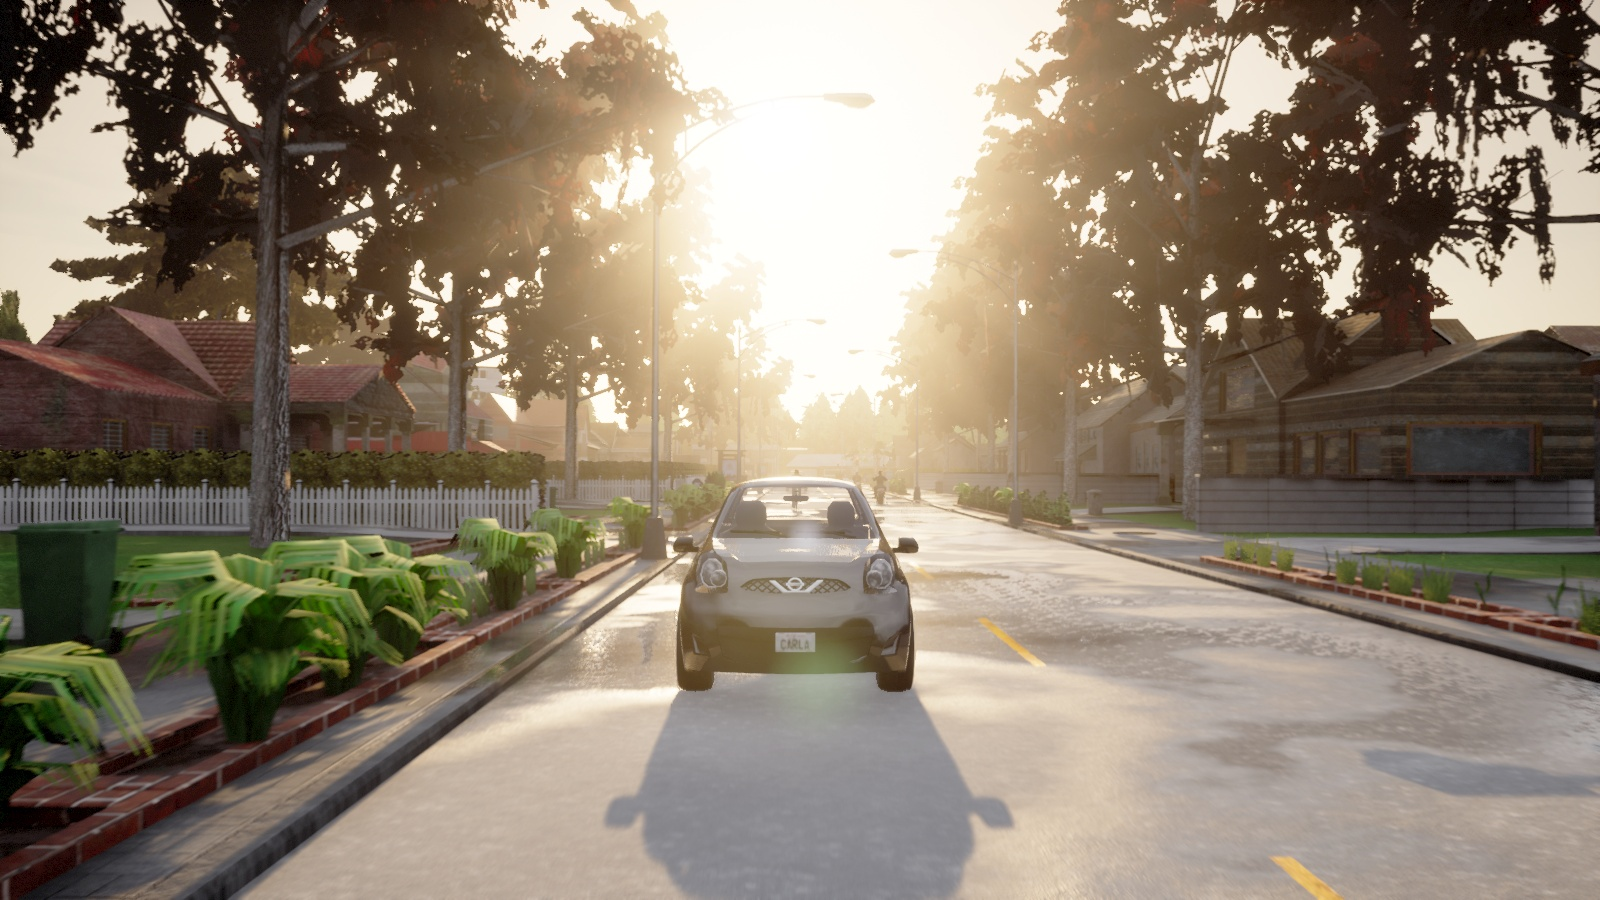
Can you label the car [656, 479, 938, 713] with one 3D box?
[{"bbox_3d":[-0.025,0.997,10.052,1.845,1.501,3.633,0,-1,0],"label":"car"}]
